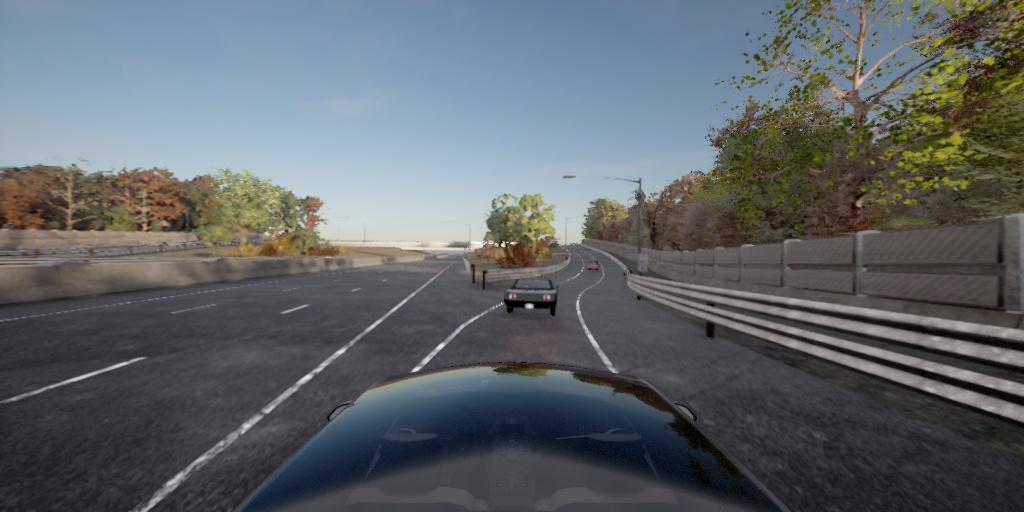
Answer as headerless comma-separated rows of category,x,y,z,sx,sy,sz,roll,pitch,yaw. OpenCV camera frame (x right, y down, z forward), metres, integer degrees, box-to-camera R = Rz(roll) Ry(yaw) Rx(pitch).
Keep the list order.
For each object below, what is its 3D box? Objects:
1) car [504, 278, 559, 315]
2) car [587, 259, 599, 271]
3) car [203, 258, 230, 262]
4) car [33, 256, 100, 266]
car,0.973,1.555,14.709,1.895,1.301,4.718,1,-2,9
car,13.865,1.765,61.568,1.994,1.385,4.181,1,2,13
car,-34.802,0.910,42.101,1.812,1.442,4.674,1,0,-7
car,-32.647,0.949,26.129,2.033,1.411,5.357,1,0,-8
